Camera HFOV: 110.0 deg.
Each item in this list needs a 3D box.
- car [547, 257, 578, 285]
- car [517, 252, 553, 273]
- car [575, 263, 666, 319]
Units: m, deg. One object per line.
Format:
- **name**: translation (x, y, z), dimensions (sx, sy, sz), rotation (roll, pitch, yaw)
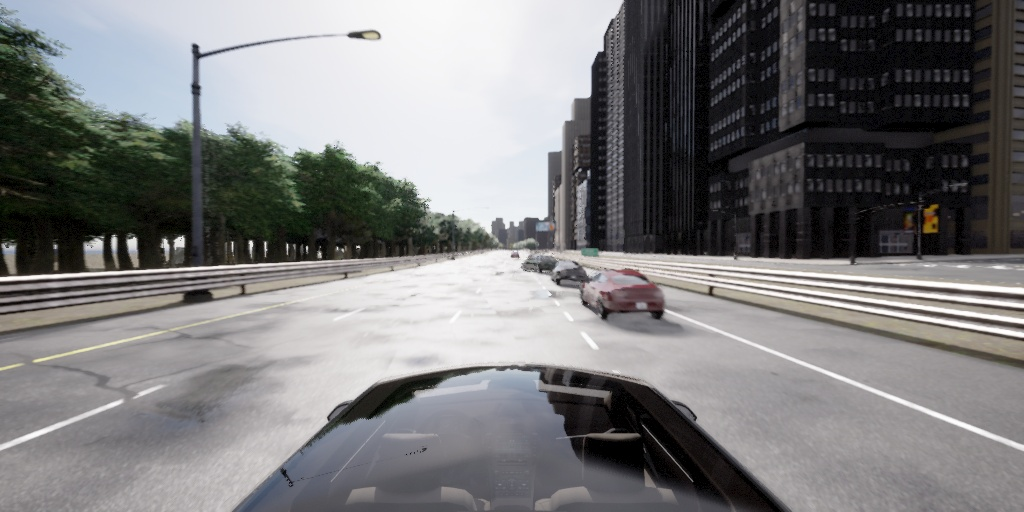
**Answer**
- **car**: translation (3.547, 1.014, 22.965), dimensions (1.812, 1.442, 4.674), rotation (0, 1, 0)
- **car**: translation (2.678, 0.681, 35.206), dimensions (2.097, 1.767, 4.553), rotation (0, 1, -24)
- **car**: translation (3.510, 1.149, 11.994), dimensions (1.812, 1.442, 4.674), rotation (0, 1, 0)
